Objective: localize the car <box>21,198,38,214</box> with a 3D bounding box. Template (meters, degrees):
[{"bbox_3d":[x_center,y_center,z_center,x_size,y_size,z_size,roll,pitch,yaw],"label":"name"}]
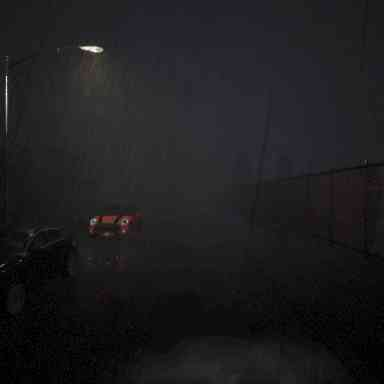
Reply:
[{"bbox_3d":[-17.328,1.356,32.953,3.633,1.501,1.845,0,0,0],"label":"car"}]

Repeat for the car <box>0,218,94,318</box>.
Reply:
[{"bbox_3d":[-4.107,1.544,7.568,2.128,1.511,4.902,0,0,0],"label":"car"}]

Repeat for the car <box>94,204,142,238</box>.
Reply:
[{"bbox_3d":[-4.099,1.475,18.317,2.097,1.767,4.553,0,0,0],"label":"car"}]
